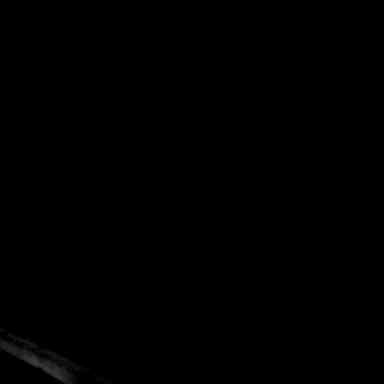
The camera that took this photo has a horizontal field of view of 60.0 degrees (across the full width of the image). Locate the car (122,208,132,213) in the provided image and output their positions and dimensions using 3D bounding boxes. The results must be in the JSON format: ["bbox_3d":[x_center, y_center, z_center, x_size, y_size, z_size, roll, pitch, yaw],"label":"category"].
[{"bbox_3d":[-11.758,3.379,65.581,2.128,1.511,4.902,-4,-3,32],"label":"car"}]

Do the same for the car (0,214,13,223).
[{"bbox_3d":[-20.003,2.576,32.804,1.994,1.385,4.181,-4,-2,33],"label":"car"}]
